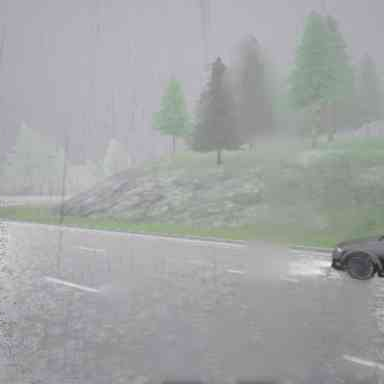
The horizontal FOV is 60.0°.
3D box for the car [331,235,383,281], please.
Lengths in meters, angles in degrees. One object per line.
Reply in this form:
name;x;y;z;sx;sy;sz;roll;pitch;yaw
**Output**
car;5.816;1.564;8.442;4.181;1.385;1.994;0;0;36
